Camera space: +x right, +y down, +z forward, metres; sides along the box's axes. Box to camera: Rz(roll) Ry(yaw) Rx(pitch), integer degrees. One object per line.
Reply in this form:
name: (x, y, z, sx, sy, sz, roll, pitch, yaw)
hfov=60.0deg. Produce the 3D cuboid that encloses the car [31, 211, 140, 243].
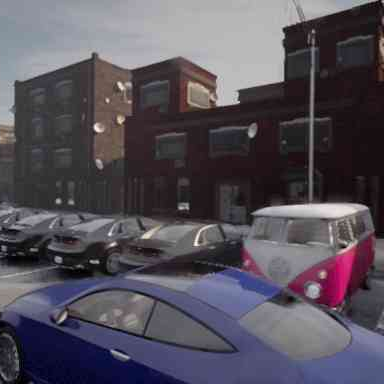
car: (-1.957, 1.438, 10.340, 2.231, 1.521, 4.892, 0, 0, 35)

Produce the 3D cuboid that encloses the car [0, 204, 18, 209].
car: (-6.447, 1.410, 13.541, 2.231, 1.521, 4.892, 0, 0, 35)

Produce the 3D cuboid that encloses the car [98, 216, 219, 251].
car: (0.287, 1.453, 8.740, 2.231, 1.521, 4.892, 0, 0, 35)

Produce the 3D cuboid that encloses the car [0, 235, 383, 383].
car: (-0.312, 1.512, 3.600, 4.674, 1.442, 1.812, 0, 0, 35)

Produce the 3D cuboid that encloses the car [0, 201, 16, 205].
car: (-8.706, 1.271, 15.121, 2.185, 1.767, 4.553, 0, 0, 35)

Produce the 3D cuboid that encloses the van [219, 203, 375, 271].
van: (2.569, 1.243, 6.976, 1.878, 1.987, 4.442, 0, 0, 36)

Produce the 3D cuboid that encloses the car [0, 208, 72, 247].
car: (-4.202, 1.423, 11.941, 2.231, 1.521, 4.892, 0, 0, 35)
